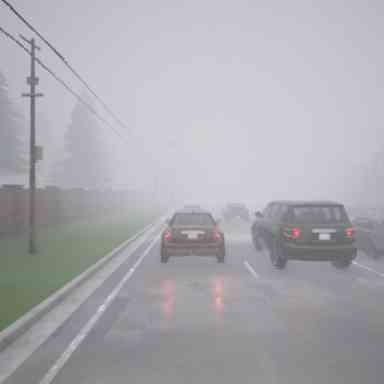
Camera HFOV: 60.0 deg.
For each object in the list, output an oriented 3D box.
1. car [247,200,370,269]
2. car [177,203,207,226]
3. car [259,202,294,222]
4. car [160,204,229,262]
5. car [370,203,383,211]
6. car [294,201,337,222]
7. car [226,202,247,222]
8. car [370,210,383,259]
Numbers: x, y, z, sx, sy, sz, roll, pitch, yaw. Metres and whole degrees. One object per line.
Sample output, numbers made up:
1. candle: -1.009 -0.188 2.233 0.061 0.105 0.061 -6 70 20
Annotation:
1. car: 3.531 1.273 11.484 2.150 2.045 5.566 0 0 1
2. car: 0.020 1.657 25.415 2.033 1.411 5.357 0 0 0
3. car: 7.047 1.647 28.229 1.812 1.442 4.674 0 0 1
4. car: 0.044 1.405 12.461 2.097 1.767 4.553 0 0 1
5. car: 14.041 1.611 27.550 2.128 1.511 4.902 0 0 1
6. car: 10.550 1.601 28.739 1.882 1.535 5.008 0 0 0
7. car: 3.542 1.625 27.583 1.837 1.490 4.892 0 0 1
8. car: 7.046 1.620 12.779 1.994 1.385 4.181 0 0 0
